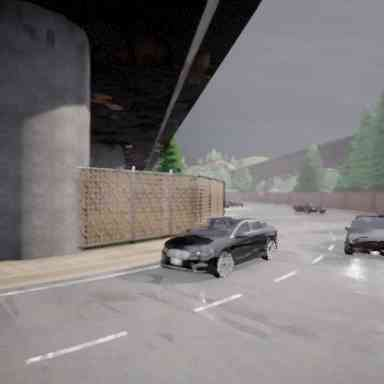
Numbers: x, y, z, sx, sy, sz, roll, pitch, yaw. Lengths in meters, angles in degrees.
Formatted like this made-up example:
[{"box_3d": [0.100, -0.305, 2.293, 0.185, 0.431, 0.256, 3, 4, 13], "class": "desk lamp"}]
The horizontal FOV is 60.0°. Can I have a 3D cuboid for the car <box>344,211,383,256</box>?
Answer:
[{"box_3d": [7.281, 1.647, 13.334, 2.033, 1.411, 5.357, 0, 0, 28], "class": "car"}]

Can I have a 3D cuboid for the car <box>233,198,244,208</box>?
[{"box_3d": [7.308, 1.806, 55.805, 1.837, 1.490, 4.892, 0, 0, -8], "class": "car"}]

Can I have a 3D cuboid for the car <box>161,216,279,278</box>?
[{"box_3d": [1.099, 1.546, 10.529, 2.128, 1.511, 4.902, 0, 0, 38], "class": "car"}]

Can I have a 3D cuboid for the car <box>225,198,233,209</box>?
[{"box_3d": [4.438, 1.790, 51.142, 1.812, 1.442, 4.674, 0, 0, -8], "class": "car"}]

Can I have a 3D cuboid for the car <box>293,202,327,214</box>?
[{"box_3d": [13.481, 1.851, 38.442, 1.895, 1.301, 4.718, 0, 0, -8], "class": "car"}]
